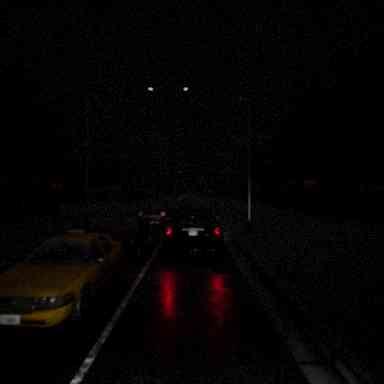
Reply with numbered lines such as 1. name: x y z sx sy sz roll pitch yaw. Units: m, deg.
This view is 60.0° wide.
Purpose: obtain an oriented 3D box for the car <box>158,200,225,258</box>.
1. car: 0.052 1.355 12.863 2.097 1.767 4.553 0 0 1

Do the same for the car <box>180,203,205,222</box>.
1. car: 0.053 1.618 27.317 1.895 1.301 4.718 0 0 1

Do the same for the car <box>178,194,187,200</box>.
1. car: -2.599 1.644 71.887 1.752 1.417 4.829 0 0 0

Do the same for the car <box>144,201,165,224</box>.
1. car: -2.619 1.454 23.527 1.967 1.590 4.097 1 0 0

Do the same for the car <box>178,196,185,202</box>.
1. car: -2.595 1.742 83.267 1.802 1.307 4.206 0 0 0

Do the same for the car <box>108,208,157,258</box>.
1. car: -2.624 1.549 12.767 1.887 1.381 4.507 1 0 0

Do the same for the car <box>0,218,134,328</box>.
1. car: -2.626 1.527 7.217 1.752 1.417 4.829 1 0 0

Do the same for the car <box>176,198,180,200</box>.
1. car: -2.615 1.593 34.287 1.947 1.339 4.313 0 0 0
